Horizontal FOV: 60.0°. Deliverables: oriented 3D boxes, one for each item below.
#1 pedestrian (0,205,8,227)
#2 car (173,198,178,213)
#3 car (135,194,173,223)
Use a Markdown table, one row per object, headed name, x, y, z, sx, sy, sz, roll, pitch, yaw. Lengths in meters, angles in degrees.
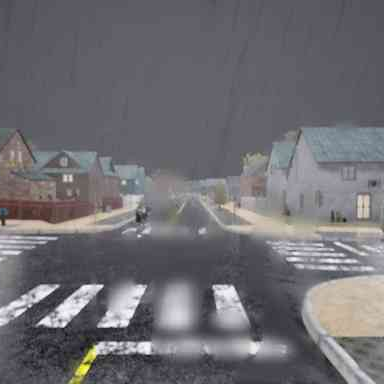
| name | x | y | z | sx | sy | sz | roll | pitch | yaw |
| --- | --- | --- | --- | --- | --- | --- | --- | --- | --- |
| pedestrian | -9.689 | 1.221 | 17.181 | 0.500 | 1.100 | 0.500 | 0 | 0 | 1 |
| car | -2.854 | 1.505 | 36.044 | 1.994 | 1.385 | 4.181 | 0 | 0 | 0 |
| car | -2.868 | 1.184 | 25.408 | 2.150 | 2.045 | 5.566 | 0 | 0 | 0 |
